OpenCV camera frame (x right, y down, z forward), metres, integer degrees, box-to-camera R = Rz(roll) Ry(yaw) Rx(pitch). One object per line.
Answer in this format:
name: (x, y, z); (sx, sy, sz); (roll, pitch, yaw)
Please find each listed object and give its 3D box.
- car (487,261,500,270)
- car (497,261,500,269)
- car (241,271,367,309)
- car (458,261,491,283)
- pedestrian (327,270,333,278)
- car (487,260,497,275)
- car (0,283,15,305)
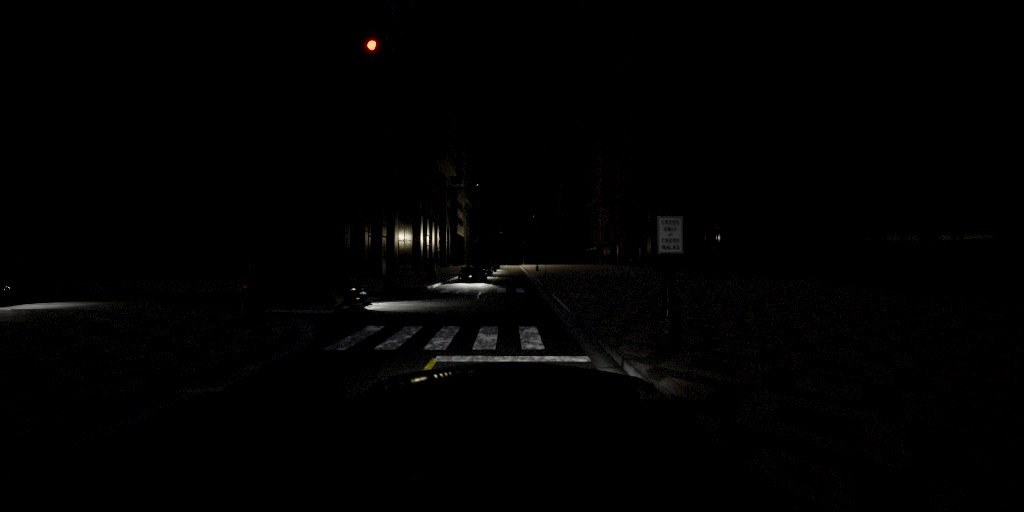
car: (-2.934, 1.460, 57.830); (1.895, 1.301, 4.718); (0, 0, 1)
car: (-2.997, 1.321, 47.604); (1.837, 1.490, 4.892); (0, 0, 0)
car: (-7.919, 1.284, 13.964); (4.181, 1.385, 1.994); (0, -1, -11)
car: (-3.036, 1.328, 28.430); (1.994, 1.385, 4.181); (0, 0, 1)
pedestrian: (-9.971, 0.974, 19.611); (0.375, 1.860, 0.375); (0, -1, 0)
car: (-3.026, 1.332, 37.751); (2.033, 1.411, 5.357); (0, 0, 0)
car: (-21.818, 1.195, 13.410); (4.674, 1.442, 1.812); (0, -1, 0)
